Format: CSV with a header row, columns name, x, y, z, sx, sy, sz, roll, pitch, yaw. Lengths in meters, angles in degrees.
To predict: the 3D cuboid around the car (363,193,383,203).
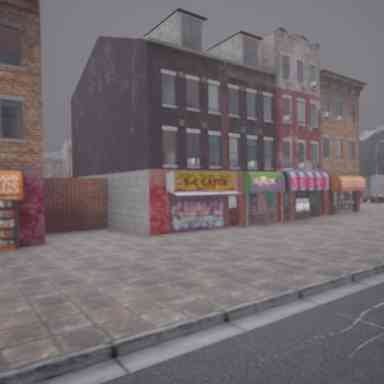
name,x,y,z,sx,sy,sz,roll,pitch,yaw
car,23.851,0.758,41.637,1.887,1.381,4.507,-2,1,-36
